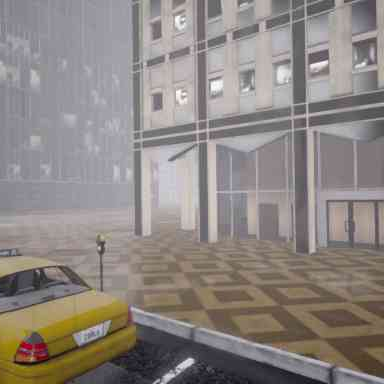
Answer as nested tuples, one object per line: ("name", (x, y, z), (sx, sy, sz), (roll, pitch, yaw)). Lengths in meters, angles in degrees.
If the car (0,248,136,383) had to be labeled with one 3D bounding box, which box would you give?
("car", (-2.979, 1.528, 5.014), (4.829, 1.417, 1.752), (0, -1, 36))
